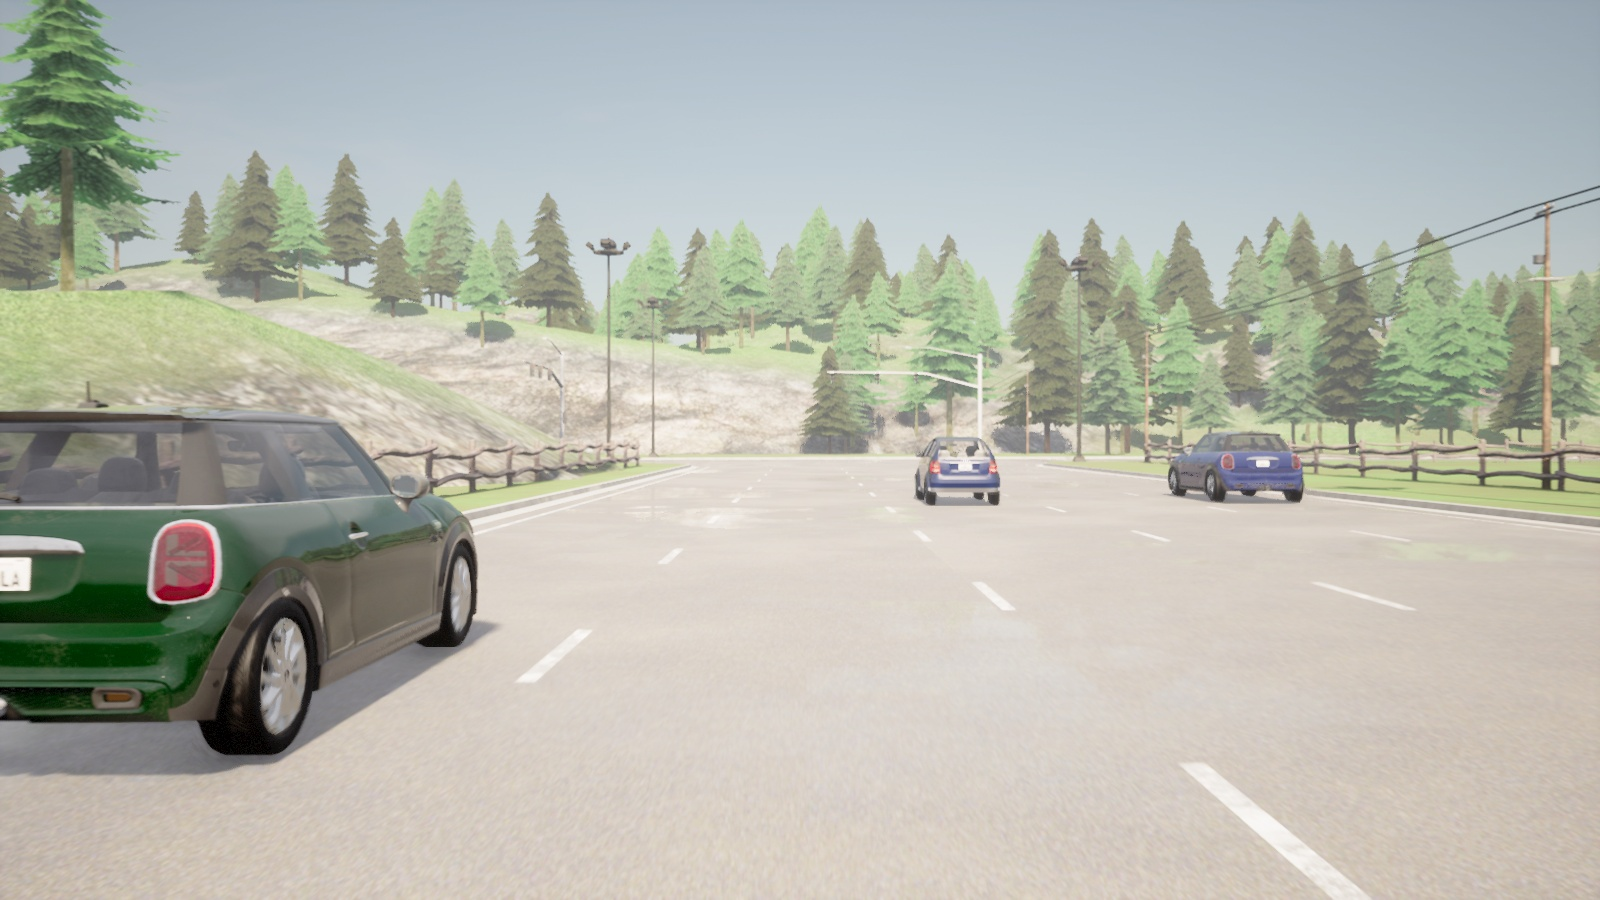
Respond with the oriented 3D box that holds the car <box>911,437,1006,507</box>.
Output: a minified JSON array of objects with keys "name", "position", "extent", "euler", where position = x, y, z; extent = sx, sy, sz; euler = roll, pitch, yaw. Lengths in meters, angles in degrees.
[{"name":"car","position":[3.682,0.461,29.725],"extent":[1.789,1.549,3.705],"euler":[0,1,0]}]

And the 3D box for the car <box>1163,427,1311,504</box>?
[{"name":"car","position":[10.690,0.334,31.084],"extent":[2.097,1.767,4.553],"euler":[0,1,0]}]

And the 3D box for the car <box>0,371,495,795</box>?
[{"name":"car","position":[-3.442,0.534,7.513],"extent":[2.097,1.767,4.553],"euler":[0,1,0]}]
